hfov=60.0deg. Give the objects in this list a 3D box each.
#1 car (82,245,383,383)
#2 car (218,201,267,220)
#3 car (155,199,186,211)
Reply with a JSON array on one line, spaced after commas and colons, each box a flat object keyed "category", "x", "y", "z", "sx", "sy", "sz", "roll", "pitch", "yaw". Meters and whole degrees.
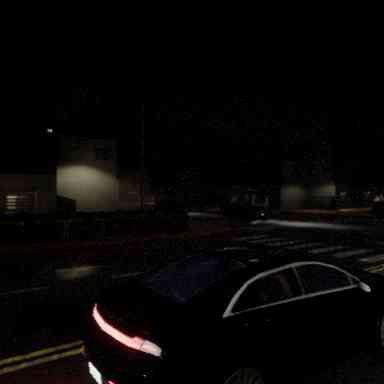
[{"category": "car", "x": 1.071, "y": 1.508, "z": 4.545, "sx": 4.902, "sy": 1.511, "sz": 2.128, "roll": 0, "pitch": 0, "yaw": -35}, {"category": "car", "x": 4.406, "y": 1.591, "z": 29.473, "sx": 2.128, "sy": 1.511, "sz": 4.902, "roll": 0, "pitch": 0, "yaw": -36}, {"category": "car", "x": -2.611, "y": 1.604, "z": 39.119, "sx": 1.837, "sy": 1.490, "sz": 4.892, "roll": 0, "pitch": 0, "yaw": -36}]
